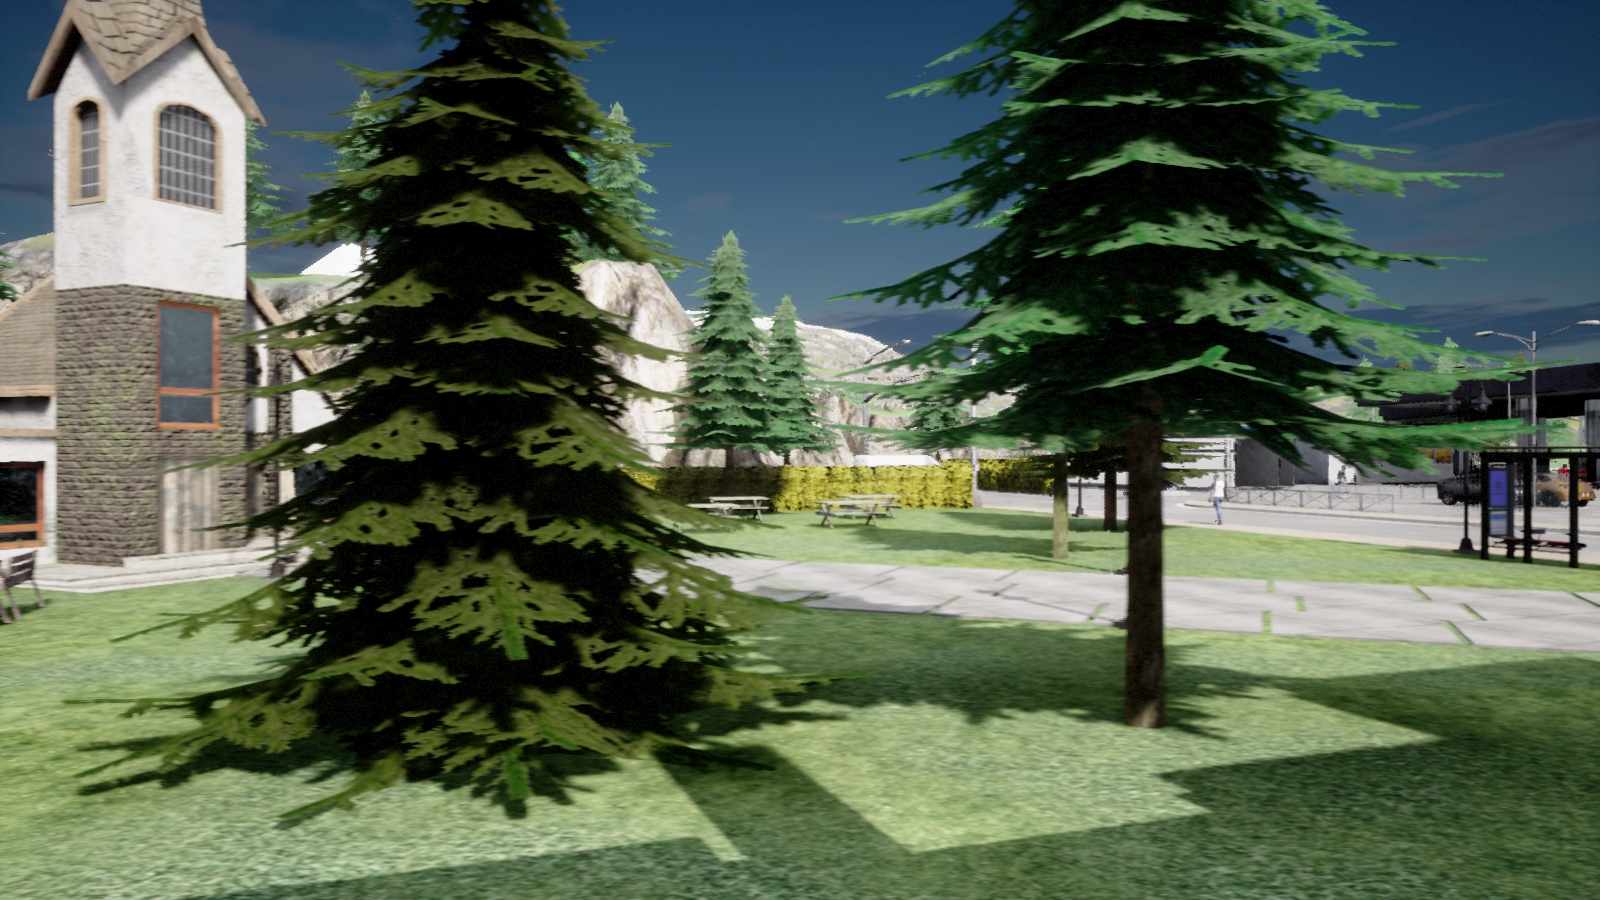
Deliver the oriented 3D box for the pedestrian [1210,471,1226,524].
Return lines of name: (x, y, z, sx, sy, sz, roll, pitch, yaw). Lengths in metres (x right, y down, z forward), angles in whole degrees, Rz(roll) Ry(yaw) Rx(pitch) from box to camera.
pedestrian: (14.855, 1.692, 40.618, 0.375, 1.860, 0.375, 0, 0, -20)

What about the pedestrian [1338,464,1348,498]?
pedestrian: (29.623, 1.692, 62.319, 0.375, 1.860, 0.375, 0, 0, -21)

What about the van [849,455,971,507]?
van: (5.623, 1.530, 58.147, 5.915, 2.561, 1.988, 0, 0, -22)
